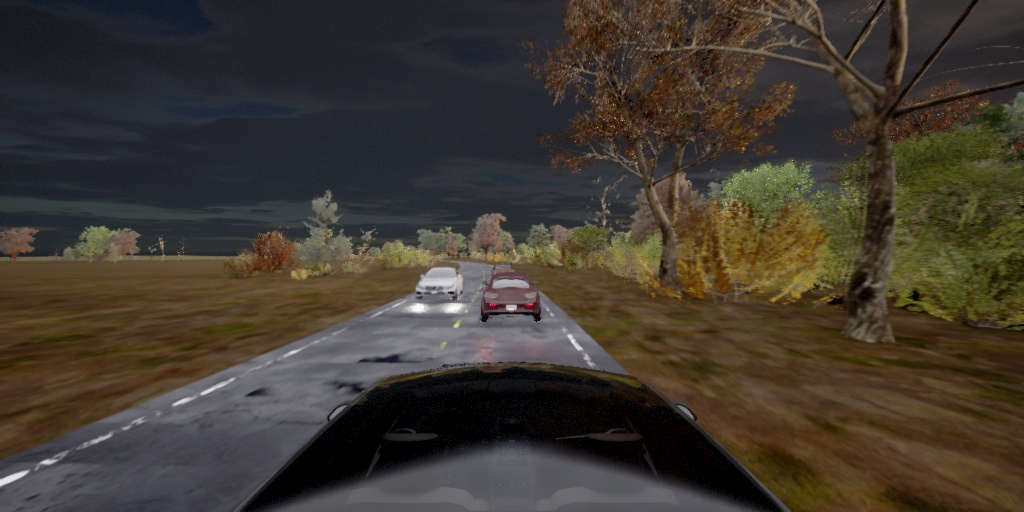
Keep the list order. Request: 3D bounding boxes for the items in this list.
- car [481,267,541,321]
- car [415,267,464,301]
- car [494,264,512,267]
[{"bbox_3d":[-0.067,1.277,12.347,1.812,1.442,4.674,0,0,-1],"label":"car"},{"bbox_3d":[-3.412,1.281,17.671,1.812,1.442,4.674,0,0,-2],"label":"car"},{"bbox_3d":[-0.802,1.357,30.171,1.895,1.301,4.718,0,0,-3],"label":"car"}]
